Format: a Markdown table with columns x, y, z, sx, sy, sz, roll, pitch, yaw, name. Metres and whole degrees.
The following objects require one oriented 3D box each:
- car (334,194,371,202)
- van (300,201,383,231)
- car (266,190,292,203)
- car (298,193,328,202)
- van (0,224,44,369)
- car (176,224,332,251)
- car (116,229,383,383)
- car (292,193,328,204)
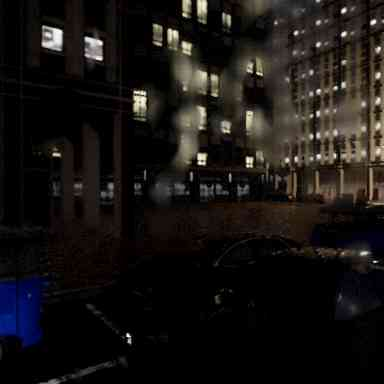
| x | y | z | sx | sy | sz | roll | pitch | yaw | name |
| --- | --- | --- | --- | --- | --- | --- | --- | --- | --- |
| 18.966 | 0.976 | 39.033 | 1.967 | 1.590 | 4.097 | 1 | 0 | -36 | car |
| 5.346 | 1.315 | 10.367 | 3.998 | 1.788 | 1.690 | 0 | 0 | -35 | van |
| 12.479 | 0.636 | 48.096 | 2.192 | 1.841 | 5.009 | 1 | 0 | -36 | car |
| 19.250 | 0.869 | 53.026 | 1.802 | 1.307 | 4.206 | 1 | 1 | -36 | car |
| -3.855 | 1.344 | 3.812 | 3.998 | 1.788 | 1.690 | 0 | 0 | -35 | van |
| 0.746 | 1.539 | 7.090 | 4.403 | 1.369 | 2.008 | 0 | 0 | -35 | car |
| 1.761 | 1.537 | 4.632 | 5.357 | 1.411 | 2.033 | 0 | 0 | -35 | car |
| 15.718 | 1.010 | 43.565 | 1.802 | 1.307 | 4.206 | 1 | 0 | -36 | car |
